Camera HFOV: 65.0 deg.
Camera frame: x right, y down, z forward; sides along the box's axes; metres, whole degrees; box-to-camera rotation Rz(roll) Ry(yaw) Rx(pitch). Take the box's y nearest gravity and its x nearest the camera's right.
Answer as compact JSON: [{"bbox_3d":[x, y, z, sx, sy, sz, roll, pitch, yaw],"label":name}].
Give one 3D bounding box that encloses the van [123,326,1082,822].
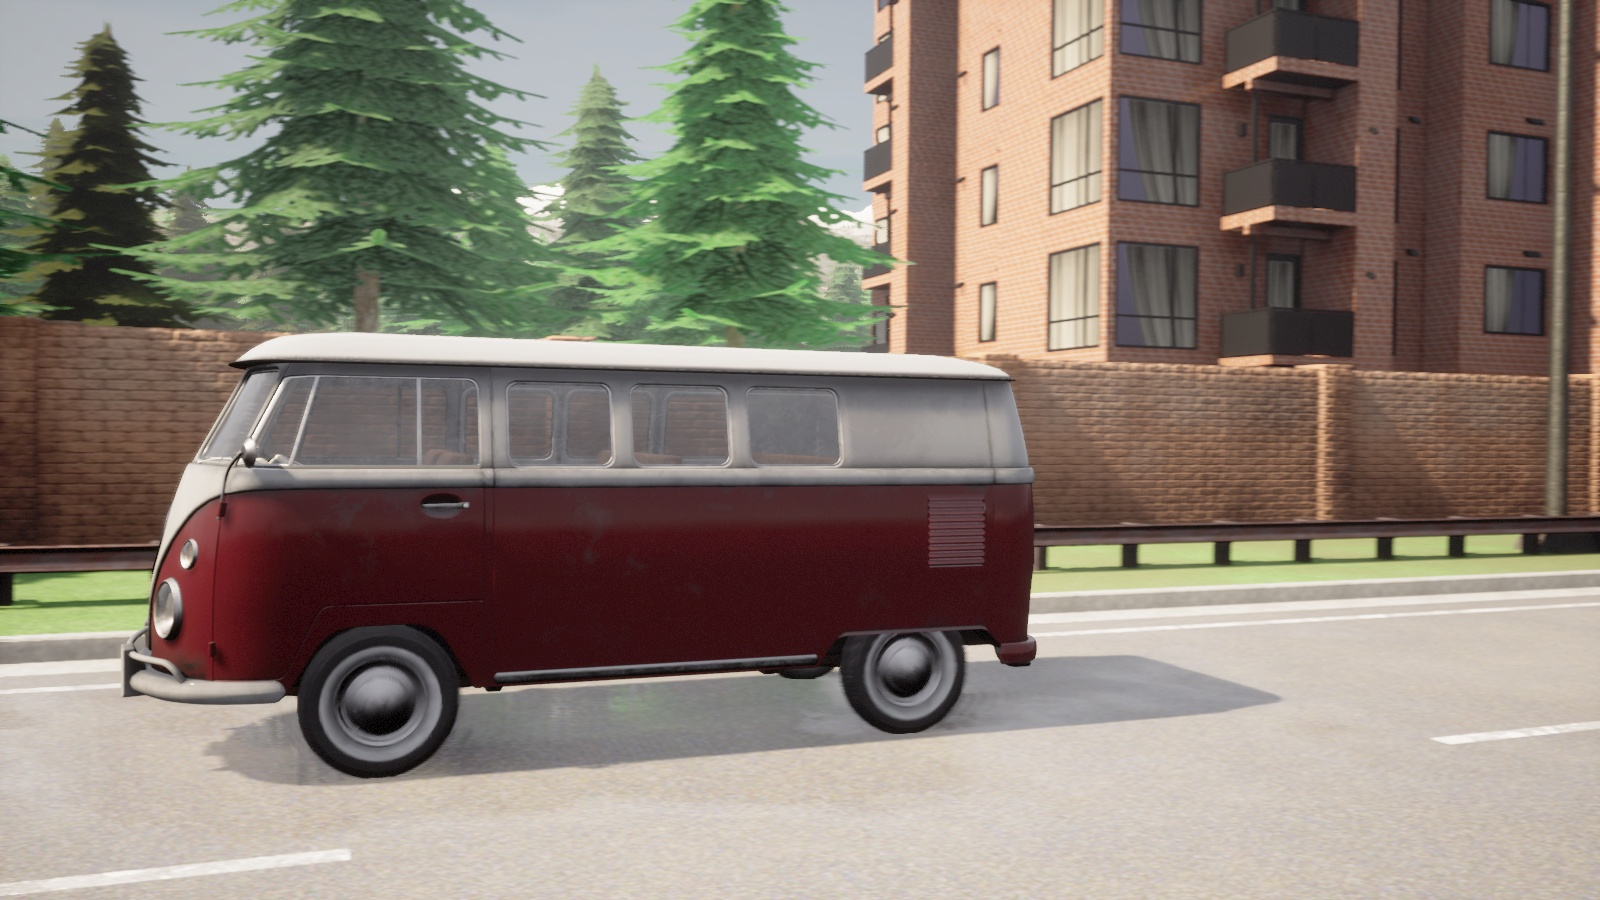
[{"bbox_3d":[-0.921,0.453,6.630,4.442,1.987,1.775,-1,1,-21],"label":"van"}]
